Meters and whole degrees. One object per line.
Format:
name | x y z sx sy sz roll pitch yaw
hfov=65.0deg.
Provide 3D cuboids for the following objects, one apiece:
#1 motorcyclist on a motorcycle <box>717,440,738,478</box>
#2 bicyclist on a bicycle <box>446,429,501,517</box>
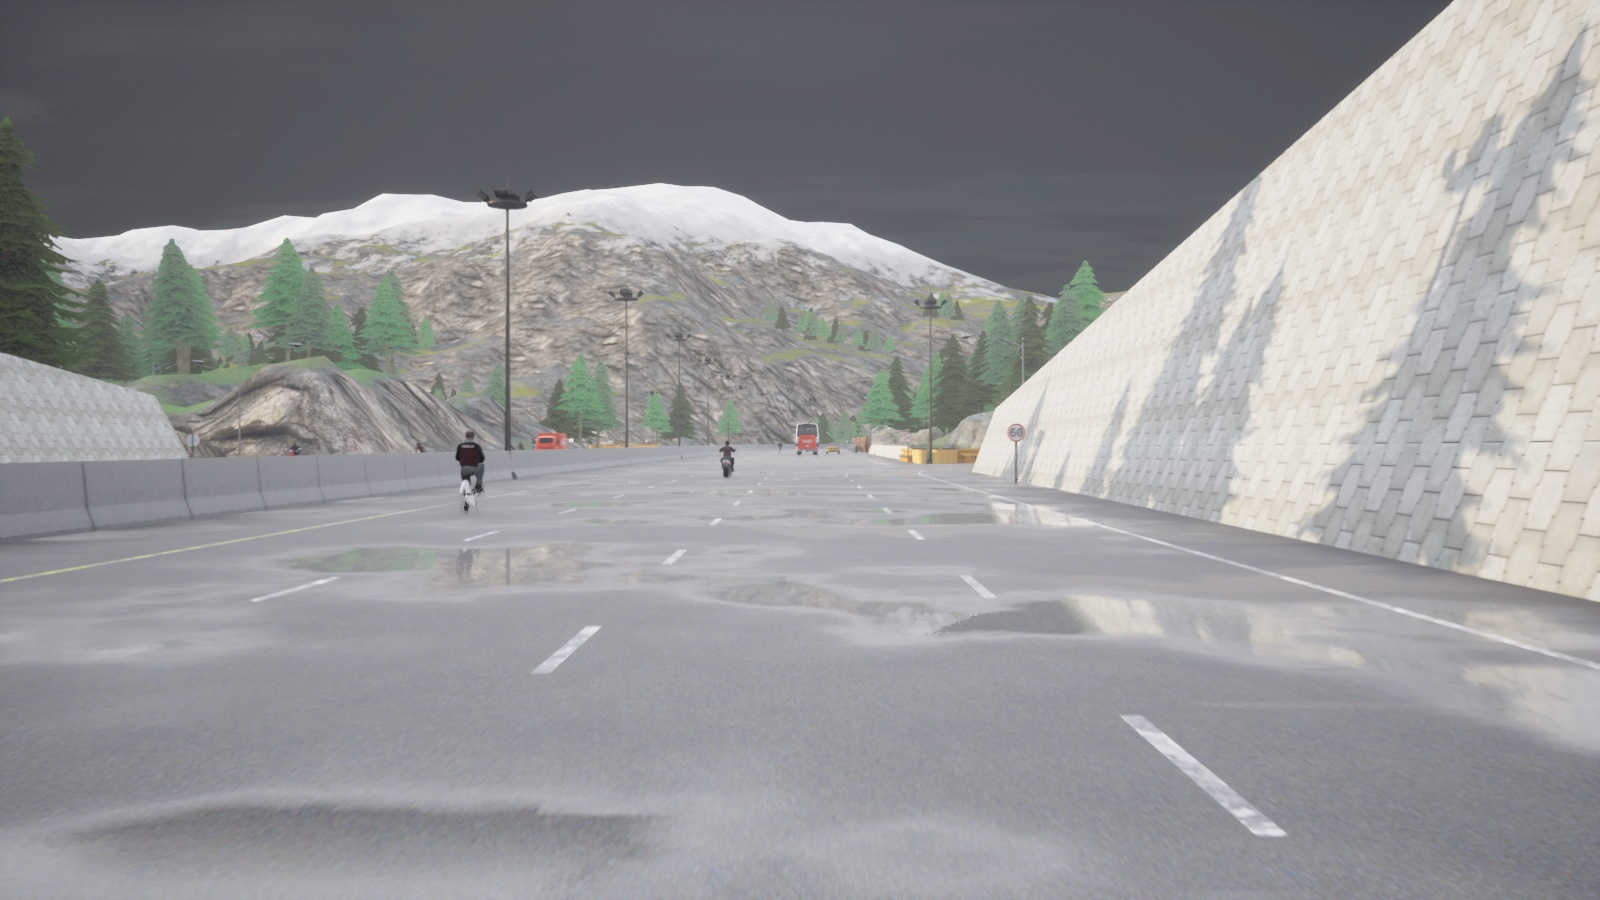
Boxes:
motorcyclist on a motorcycle | -3.170 0.383 55.205 0.766 1.649 2.350 0 0 0
bicyclist on a bicycle | -6.835 0.463 26.347 0.659 1.776 1.843 0 1 0
